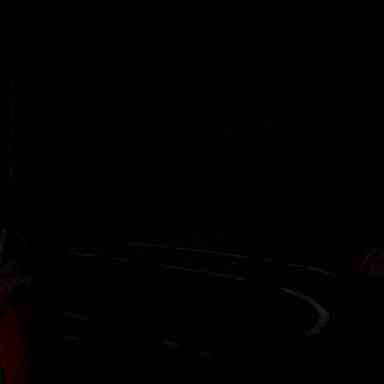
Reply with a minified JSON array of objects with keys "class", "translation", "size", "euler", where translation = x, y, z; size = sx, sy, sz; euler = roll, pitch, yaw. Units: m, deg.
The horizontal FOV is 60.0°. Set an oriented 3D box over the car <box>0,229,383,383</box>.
[{"class":"car","translation":[-0.338,1.318,3.315],"size":[5.009,1.841,2.192],"euler":[0,0,35]}]
